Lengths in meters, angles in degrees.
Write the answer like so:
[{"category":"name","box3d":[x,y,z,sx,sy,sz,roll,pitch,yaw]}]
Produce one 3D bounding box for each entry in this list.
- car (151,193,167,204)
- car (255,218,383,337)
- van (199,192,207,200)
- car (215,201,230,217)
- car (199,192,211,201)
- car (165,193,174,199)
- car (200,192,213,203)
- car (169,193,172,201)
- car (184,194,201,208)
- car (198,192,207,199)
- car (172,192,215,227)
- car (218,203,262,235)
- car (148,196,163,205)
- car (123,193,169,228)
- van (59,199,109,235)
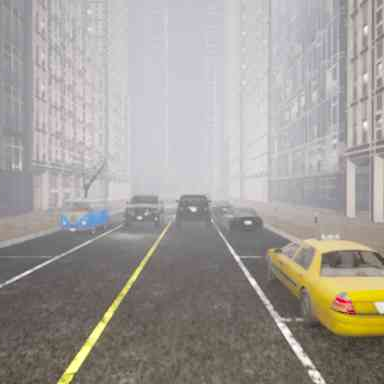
[{"category":"car","box3d":[-5.714,1.031,57.857,2.192,1.841,5.009,0,0,0]},{"category":"car","box3d":[2.684,1.496,6.743,1.752,1.417,4.829,0,0,0]},{"category":"van","box3d":[2.660,0.921,80.649,1.690,1.788,3.998,0,0,0]},{"category":"car","box3d":[2.677,1.431,29.366,1.947,1.339,4.313,0,0,0]},{"category":"car","box3d":[2.663,0.965,69.253,2.192,1.841,5.009,0,0,0]},{"category":"car","box3d":[-5.722,1.095,86.349,2.008,1.369,4.403,0,0,0]},{"category":"car","box3d":[2.665,0.998,63.555,2.192,1.841,5.009,0,0,0]},{"category":"car","box3d":[-5.716,1.090,69.253,1.967,1.590,4.097,0,0,0]},{"category":"car","box3d":[0.085,1.143,44.126,2.097,1.767,4.553,0,0,0]},{"category":"car","box3d":[2.658,0.859,86.348,2.192,1.841,5.009,0,0,0]},{"category":"car","box3d":[0.093,1.122,21.931,2.150,2.045,5.566,0,0,0]},{"category":"car","box3d":[2.681,1.486,17.970,1.947,1.339,4.313,0,0,0]},{"category":"car","box3d":[-5.711,1.293,52.159,1.887,1.381,4.507,0,0,0]},{"category":"car","box3d":[-3.013,1.125,21.972,2.150,2.045,5.566,0,0,0]},{"category":"van","box3d":[-5.701,1.261,17.970,1.690,1.788,3.998,0,0,0]}]
